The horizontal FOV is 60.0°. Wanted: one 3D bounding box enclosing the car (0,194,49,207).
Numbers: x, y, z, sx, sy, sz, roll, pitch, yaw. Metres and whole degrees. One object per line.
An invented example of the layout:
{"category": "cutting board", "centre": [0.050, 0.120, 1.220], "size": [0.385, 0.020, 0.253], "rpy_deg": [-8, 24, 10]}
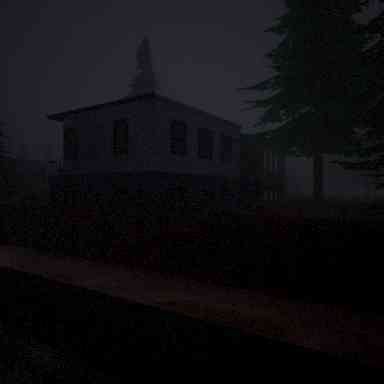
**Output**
{"category": "car", "centre": [-14.765, 1.202, 29.609], "size": [2.150, 2.045, 5.566], "rpy_deg": [0, 0, 27]}
